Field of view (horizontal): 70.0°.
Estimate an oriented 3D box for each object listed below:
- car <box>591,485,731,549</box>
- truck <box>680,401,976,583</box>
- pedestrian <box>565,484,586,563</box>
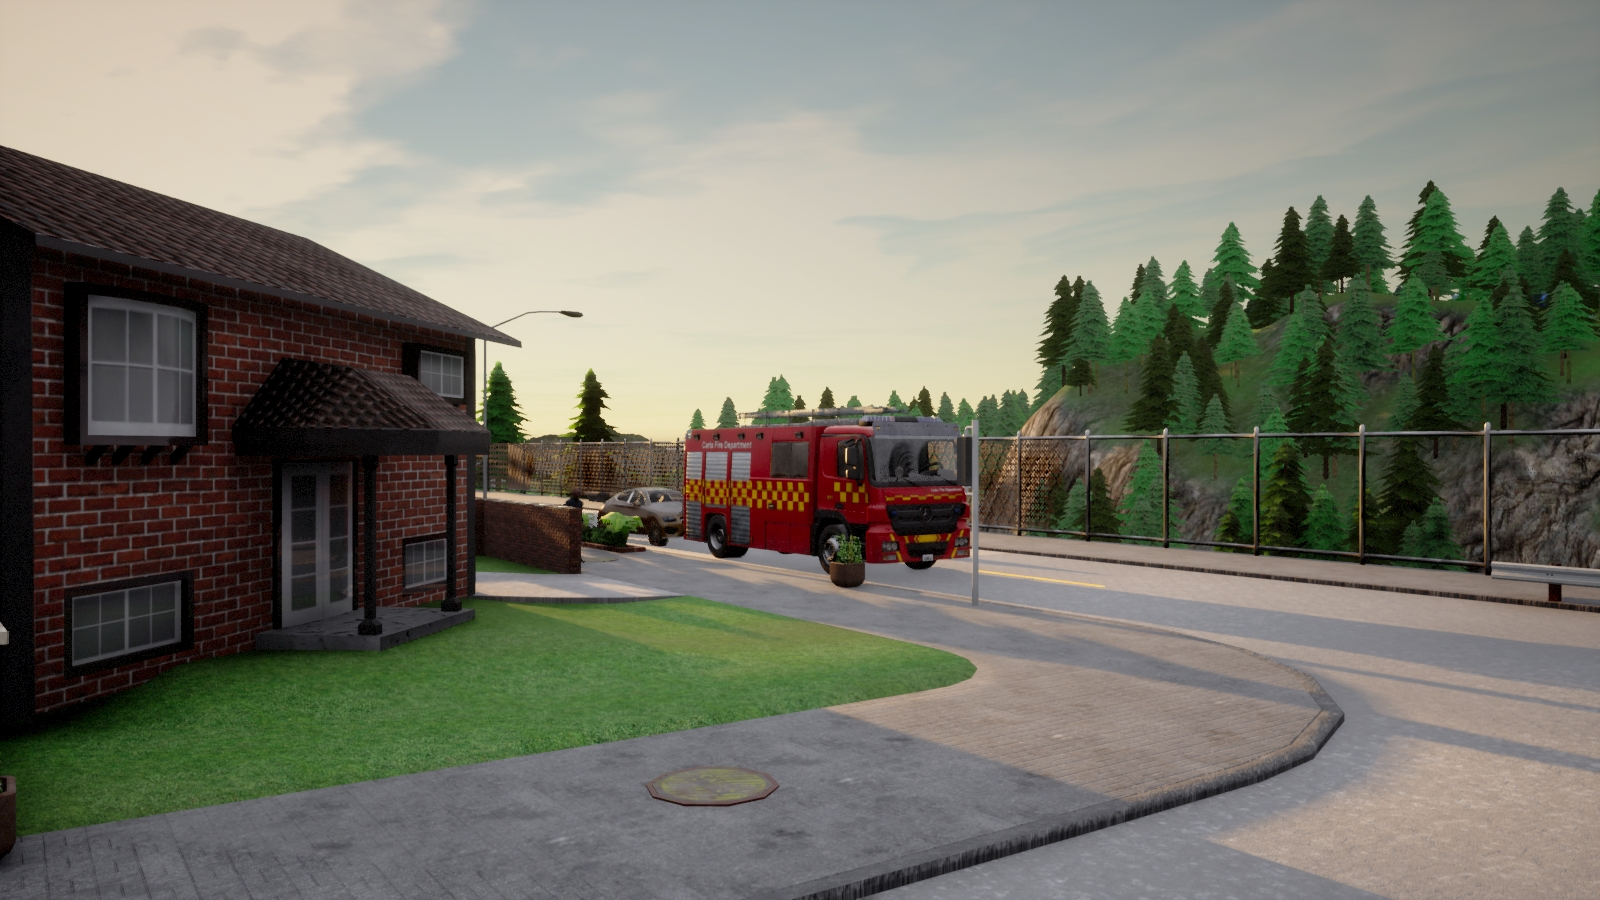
[{"bbox_3d":[-4.368,1.992,35.080,2.152,1.651,5.027,0,0,-35],"label":"car"},{"bbox_3d":[0.353,0.890,28.322,2.891,3.827,8.468,0,0,-35],"label":"truck"},{"bbox_3d":[-5.352,1.745,27.213,0.375,1.860,0.375,0,0,-37],"label":"pedestrian"}]
